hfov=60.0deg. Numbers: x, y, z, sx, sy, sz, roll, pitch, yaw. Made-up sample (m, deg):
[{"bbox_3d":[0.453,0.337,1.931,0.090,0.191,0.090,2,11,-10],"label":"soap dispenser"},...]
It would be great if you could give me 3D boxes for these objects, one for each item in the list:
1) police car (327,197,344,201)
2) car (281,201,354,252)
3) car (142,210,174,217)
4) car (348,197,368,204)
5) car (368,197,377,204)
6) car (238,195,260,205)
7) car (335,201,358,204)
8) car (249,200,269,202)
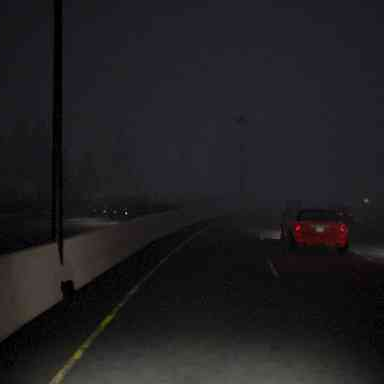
[{"bbox_3d":[30.141,1.818,69.677,5.238,1.638,1.930,0,0,-43],"label":"police car"},{"bbox_3d":[5.127,1.432,14.466,2.097,1.767,4.553,0,0,10],"label":"car"},{"bbox_3d":[-2.546,1.642,28.279,1.837,1.490,4.892,0,0,18],"label":"car"},{"bbox_3d":[37.413,1.912,75.742,5.008,1.535,1.882,0,0,-37],"label":"car"},{"bbox_3d":[42.104,1.936,79.067,5.008,1.535,1.882,0,0,-34],"label":"car"},{"bbox_3d":[11.986,1.583,69.383,2.150,2.045,5.566,0,0,39],"label":"car"},{"bbox_3d":[11.789,1.699,26.819,2.033,1.411,5.357,0,0,19],"label":"car"},{"bbox_3d":[13.364,1.891,65.604,2.033,1.411,5.357,0,0,39],"label":"car"}]
